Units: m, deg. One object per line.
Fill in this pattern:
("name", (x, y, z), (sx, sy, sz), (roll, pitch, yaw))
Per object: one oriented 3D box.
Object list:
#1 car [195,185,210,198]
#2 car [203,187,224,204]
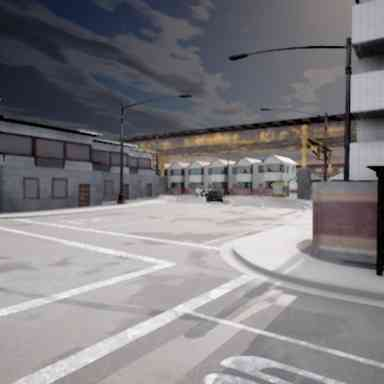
("car", (2.113, -0.131, 57.134), (2.150, 2.045, 5.566), (1, 1, -15))
("car", (2.813, 0.497, 39.743), (1.882, 1.535, 5.008), (1, 2, 7))
